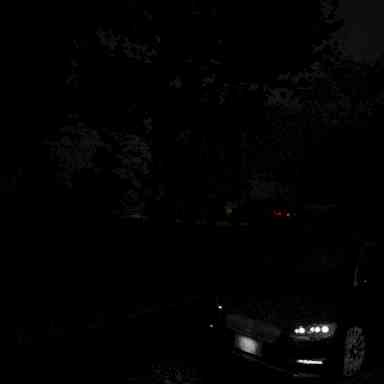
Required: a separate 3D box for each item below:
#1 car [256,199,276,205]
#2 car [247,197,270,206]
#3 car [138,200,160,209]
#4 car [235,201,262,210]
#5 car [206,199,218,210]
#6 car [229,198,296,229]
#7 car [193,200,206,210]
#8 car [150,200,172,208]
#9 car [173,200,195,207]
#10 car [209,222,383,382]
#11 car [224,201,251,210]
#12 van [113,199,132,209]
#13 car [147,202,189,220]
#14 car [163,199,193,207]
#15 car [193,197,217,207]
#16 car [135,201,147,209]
[{"bbox_3d":[18.769,2.572,84.679,2.231,1.521,4.892,1,0,-36],"label":"car"},{"bbox_3d":[16.506,2.294,83.026,2.435,2.045,5.566,1,0,-36],"label":"car"},{"bbox_3d":[-8.423,2.315,64.881,1.946,1.575,5.366,0,0,-36],"label":"car"},{"bbox_3d":[10.575,2.435,62.713,2.163,1.488,4.792,1,0,-36],"label":"car"},{"bbox_3d":[1.653,2.369,56.252,2.002,1.452,4.674,0,0,-36],"label":"car"},{"bbox_3d":[5.104,1.660,24.719,2.150,2.045,5.566,4,-3,-31],"label":"car"},{"bbox_3d":[-0.720,2.063,54.575,2.435,2.045,5.566,0,0,-36],"label":"car"},{"bbox_3d":[-6.263,2.332,66.673,2.097,1.535,5.008,0,0,-36],"label":"car"},{"bbox_3d":[-1.727,2.397,69.970,2.163,1.488,4.792,0,0,-36],"label":"car"},{"bbox_3d":[2.252,1.524,5.745,2.128,1.511,4.902,1,1,41],"label":"car"},{"bbox_3d":[8.349,2.413,61.037,2.163,1.488,4.792,1,0,-36],"label":"car"},{"bbox_3d":[-13.148,2.066,61.850,1.878,1.987,4.442,0,0,-36],"label":"van"},{"bbox_3d":[-2.630,2.189,36.061,2.128,1.511,4.902,4,-4,-35],"label":"car"},{"bbox_3d":[-2.879,2.050,53.018,2.435,2.045,5.566,0,0,-36],"label":"car"},{"bbox_3d":[2.856,2.158,73.201,2.435,2.045,5.566,1,0,-36],"label":"car"},{"bbox_3d":[-10.789,2.335,63.369,2.163,1.488,4.792,0,0,-36],"label":"car"}]
